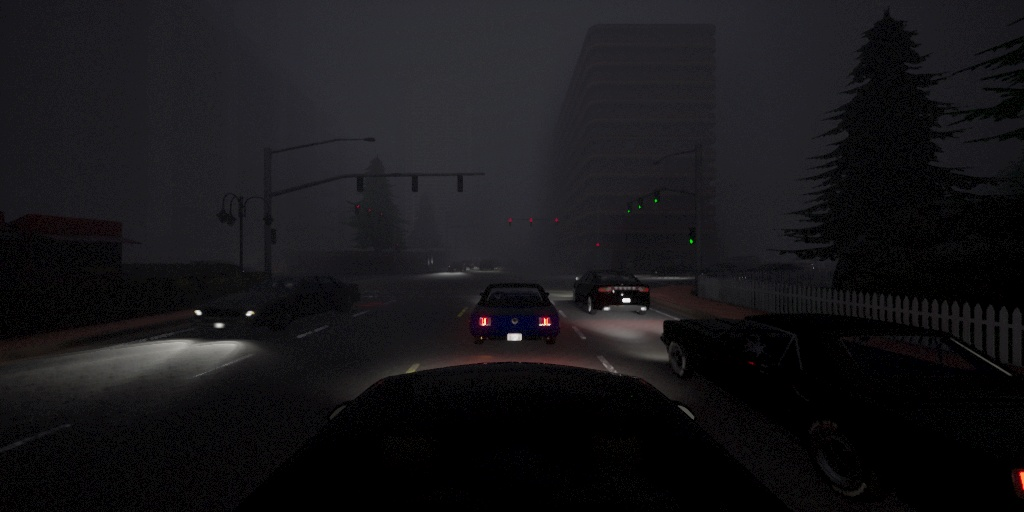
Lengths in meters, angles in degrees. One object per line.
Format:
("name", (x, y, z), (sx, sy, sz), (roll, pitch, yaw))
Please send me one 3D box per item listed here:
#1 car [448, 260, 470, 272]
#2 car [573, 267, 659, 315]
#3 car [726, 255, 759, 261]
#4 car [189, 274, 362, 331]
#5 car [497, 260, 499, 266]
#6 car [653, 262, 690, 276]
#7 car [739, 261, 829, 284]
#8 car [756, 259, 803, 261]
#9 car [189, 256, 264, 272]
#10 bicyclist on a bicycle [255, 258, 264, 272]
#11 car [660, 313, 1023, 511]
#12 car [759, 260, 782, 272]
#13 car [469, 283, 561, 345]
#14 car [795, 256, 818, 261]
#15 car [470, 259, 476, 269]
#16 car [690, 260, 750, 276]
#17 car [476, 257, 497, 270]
("car", (-7.137, 1.366, 47.041), (1.895, 1.301, 4.718), (0, 0, 0))
("car", (3.577, 1.232, 13.679), (1.882, 1.535, 5.008), (0, 0, 0))
("car", (25.618, 0.929, 40.077), (5.566, 2.045, 2.150), (0, 0, -31))
("car", (-6.831, 1.301, 11.328), (2.033, 1.411, 5.357), (0, 0, 6))
("car", (-3.623, 1.276, 62.038), (1.837, 1.490, 4.892), (0, 0, 0))
("car", (16.561, 1.307, 36.469), (4.718, 1.301, 1.895), (0, 0, -14))
("car", (19.828, 1.250, 26.169), (5.357, 1.411, 2.033), (0, 0, -14))
("car", (27.890, 1.308, 37.389), (4.718, 1.301, 1.895), (0, 0, -31))
("car", (-19.583, 1.055, 24.284), (4.553, 1.767, 2.097), (0, 0, 0))
("bicyclist on a bicycle", (-27.918, 1.009, 39.699), (0.582, 1.620, 1.656), (0, 0, 0))
("car", (3.598, 1.352, 4.359), (1.895, 1.301, 4.718), (0, 0, 0))
("car", (33.344, 1.236, 46.203), (1.812, 1.442, 4.674), (0, 0, 42))
("car", (0.067, 1.354, 9.471), (1.895, 1.301, 4.718), (0, 0, 0))
("car", (35.534, 0.930, 43.434), (2.150, 2.045, 5.566), (0, 0, 44))
("car", (-7.136, 1.316, 56.692), (2.033, 1.411, 5.357), (0, 0, 0))
("car", (19.544, 1.306, 33.621), (4.718, 1.301, 1.895), (0, 0, -18))
("car", (-3.638, 1.245, 51.939), (1.882, 1.535, 5.008), (0, 0, 0))
